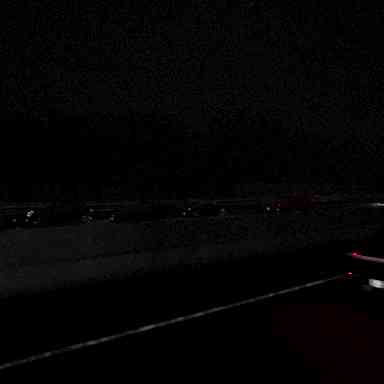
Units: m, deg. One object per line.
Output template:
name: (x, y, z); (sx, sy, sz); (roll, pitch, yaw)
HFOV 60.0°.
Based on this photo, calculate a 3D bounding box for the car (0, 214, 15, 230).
car: (-8.706, 1.472, 10.674); (5.008, 1.535, 1.882); (0, 0, -36)

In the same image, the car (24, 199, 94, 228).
car: (-9.063, 1.344, 22.422); (4.553, 1.767, 2.097); (0, 0, -38)

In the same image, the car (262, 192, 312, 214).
car: (9.217, 1.101, 31.979); (5.566, 2.045, 2.150); (-2, 1, -35)

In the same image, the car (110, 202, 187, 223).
car: (-3.185, 1.471, 23.069); (4.902, 1.511, 2.128); (0, 0, -35)

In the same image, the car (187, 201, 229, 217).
car: (1.090, 1.545, 30.342); (4.718, 1.301, 1.895); (0, 0, -36)

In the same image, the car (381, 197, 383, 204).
car: (31.327, 1.055, 51.886); (4.892, 1.490, 1.837); (-1, 1, -35)

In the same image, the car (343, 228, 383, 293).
car: (5.410, 1.482, 7.580); (4.902, 1.511, 2.128); (0, 0, -35)

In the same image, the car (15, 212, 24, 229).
car: (-10.068, 1.486, 14.002); (4.902, 1.511, 2.128); (0, 0, -35)
